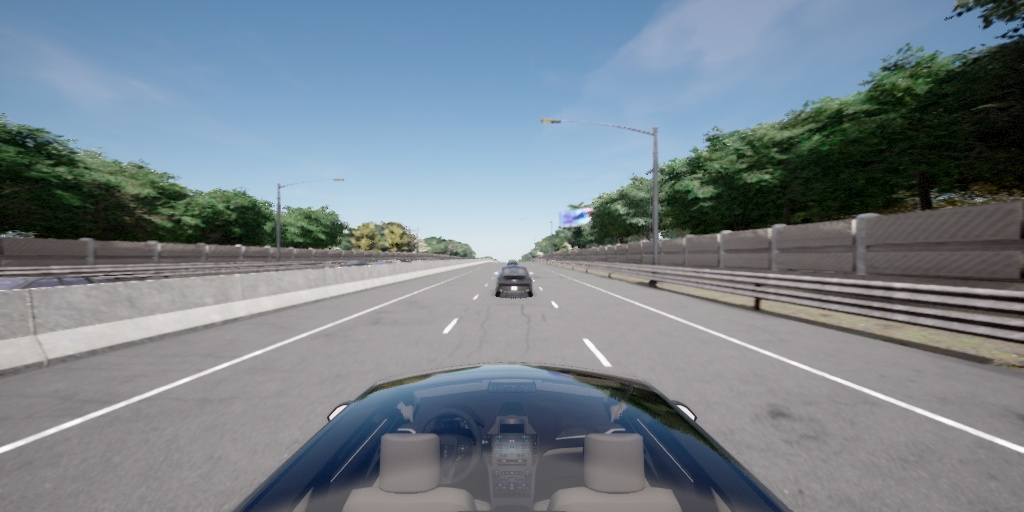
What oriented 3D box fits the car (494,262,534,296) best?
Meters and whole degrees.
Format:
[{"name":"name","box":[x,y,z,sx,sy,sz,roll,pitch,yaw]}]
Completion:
[{"name":"car","box":[0.103,1.257,19.204,1.837,1.490,4.892,0,0,0]}]

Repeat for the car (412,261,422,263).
[{"name":"car","box":[-14.032,1.400,52.495,1.895,1.301,4.718,0,0,1]}]

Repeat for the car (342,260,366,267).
[{"name":"car","box":[-21.048,1.266,48.268,1.882,1.535,5.008,0,0,1]}]

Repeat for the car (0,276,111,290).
[{"name":"car","box":[-14.094,1.298,10.548,2.033,1.411,5.357,0,0,0]}]

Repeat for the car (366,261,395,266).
[{"name":"car","box":[-17.538,1.338,49.105,2.033,1.411,5.357,0,0,1]}]

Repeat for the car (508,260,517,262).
[{"name":"car","box":[0.104,1.319,56.987,1.837,1.490,4.892,0,0,0]}]
